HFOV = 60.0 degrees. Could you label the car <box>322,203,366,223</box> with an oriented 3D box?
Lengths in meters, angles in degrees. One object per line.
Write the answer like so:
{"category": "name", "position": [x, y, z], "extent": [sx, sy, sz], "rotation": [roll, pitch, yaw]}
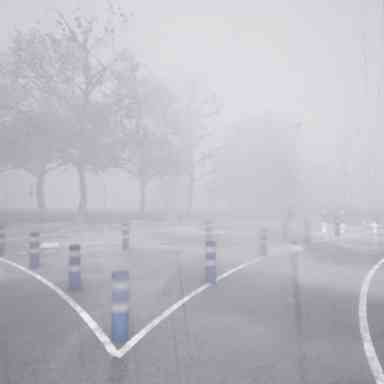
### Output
{"category": "car", "position": [13.862, 1.826, 30.745], "extent": [4.553, 1.767, 2.097], "rotation": [3, -1, -44]}

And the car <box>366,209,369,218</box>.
{"category": "car", "position": [20.570, 2.440, 37.211], "extent": [4.718, 1.301, 1.895], "rotation": [3, -2, -44]}

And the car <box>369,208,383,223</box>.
{"category": "car", "position": [17.936, 2.090, 29.768], "extent": [4.892, 1.490, 1.837], "rotation": [3, -2, -43]}
